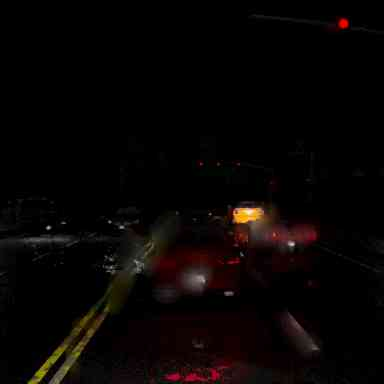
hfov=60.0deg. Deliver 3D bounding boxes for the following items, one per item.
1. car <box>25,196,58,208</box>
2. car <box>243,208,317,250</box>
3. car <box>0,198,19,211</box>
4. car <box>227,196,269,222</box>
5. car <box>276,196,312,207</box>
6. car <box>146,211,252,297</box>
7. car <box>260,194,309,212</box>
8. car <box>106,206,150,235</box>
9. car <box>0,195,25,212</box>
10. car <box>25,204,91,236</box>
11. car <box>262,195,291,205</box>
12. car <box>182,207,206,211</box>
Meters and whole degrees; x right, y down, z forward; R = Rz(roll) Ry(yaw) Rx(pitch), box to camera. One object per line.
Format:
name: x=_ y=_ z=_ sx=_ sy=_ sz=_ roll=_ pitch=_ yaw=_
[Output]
car: x=-19.952 y=1.347 z=43.607 sx=4.553 sy=1.767 sz=2.097 roll=0 pitch=0 yaw=-2
car: x=3.618 y=1.601 z=14.311 sx=1.895 sy=1.301 sz=4.718 roll=0 pitch=0 yaw=0
car: x=-23.863 y=1.483 z=39.990 sx=4.902 sy=1.511 sz=2.128 roll=0 pitch=0 yaw=-2
car: x=3.657 y=1.352 z=23.294 sx=2.097 sy=1.767 sz=4.553 roll=0 pitch=0 yaw=1
car: x=15.838 y=1.478 z=51.871 sx=5.008 sy=1.535 sz=1.882 roll=0 pitch=0 yaw=-2
car: x=0.110 y=1.478 z=8.642 sx=1.882 sy=1.535 sz=5.008 roll=0 pitch=0 yaw=0
car: x=10.189 y=1.223 z=37.498 sx=5.566 sy=2.045 sz=2.150 roll=0 pitch=0 yaw=-2
car: x=-3.538 y=1.525 z=19.157 sx=1.812 sy=1.442 sz=4.674 roll=0 pitch=0 yaw=0
car: x=-21.995 y=1.218 z=36.541 sx=5.566 sy=2.045 sz=2.150 roll=0 pitch=0 yaw=-2
car: x=-7.044 y=1.564 z=18.320 sx=1.994 sy=1.385 sz=4.181 roll=0 pitch=0 yaw=0
car: x=14.897 y=1.352 z=58.841 sx=4.553 sy=1.767 sz=2.097 roll=0 pitch=0 yaw=-2
car: x=0.125 y=1.547 z=18.864 sx=2.033 sy=1.411 sz=5.357 roll=0 pitch=0 yaw=0
